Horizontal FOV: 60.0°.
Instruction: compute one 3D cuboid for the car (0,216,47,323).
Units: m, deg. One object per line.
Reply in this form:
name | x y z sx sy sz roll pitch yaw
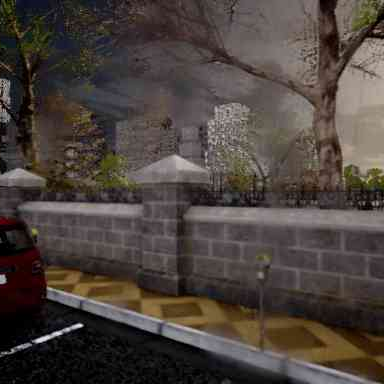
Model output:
car | -4.695 1.331 6.050 5.009 1.841 2.192 0 0 35
